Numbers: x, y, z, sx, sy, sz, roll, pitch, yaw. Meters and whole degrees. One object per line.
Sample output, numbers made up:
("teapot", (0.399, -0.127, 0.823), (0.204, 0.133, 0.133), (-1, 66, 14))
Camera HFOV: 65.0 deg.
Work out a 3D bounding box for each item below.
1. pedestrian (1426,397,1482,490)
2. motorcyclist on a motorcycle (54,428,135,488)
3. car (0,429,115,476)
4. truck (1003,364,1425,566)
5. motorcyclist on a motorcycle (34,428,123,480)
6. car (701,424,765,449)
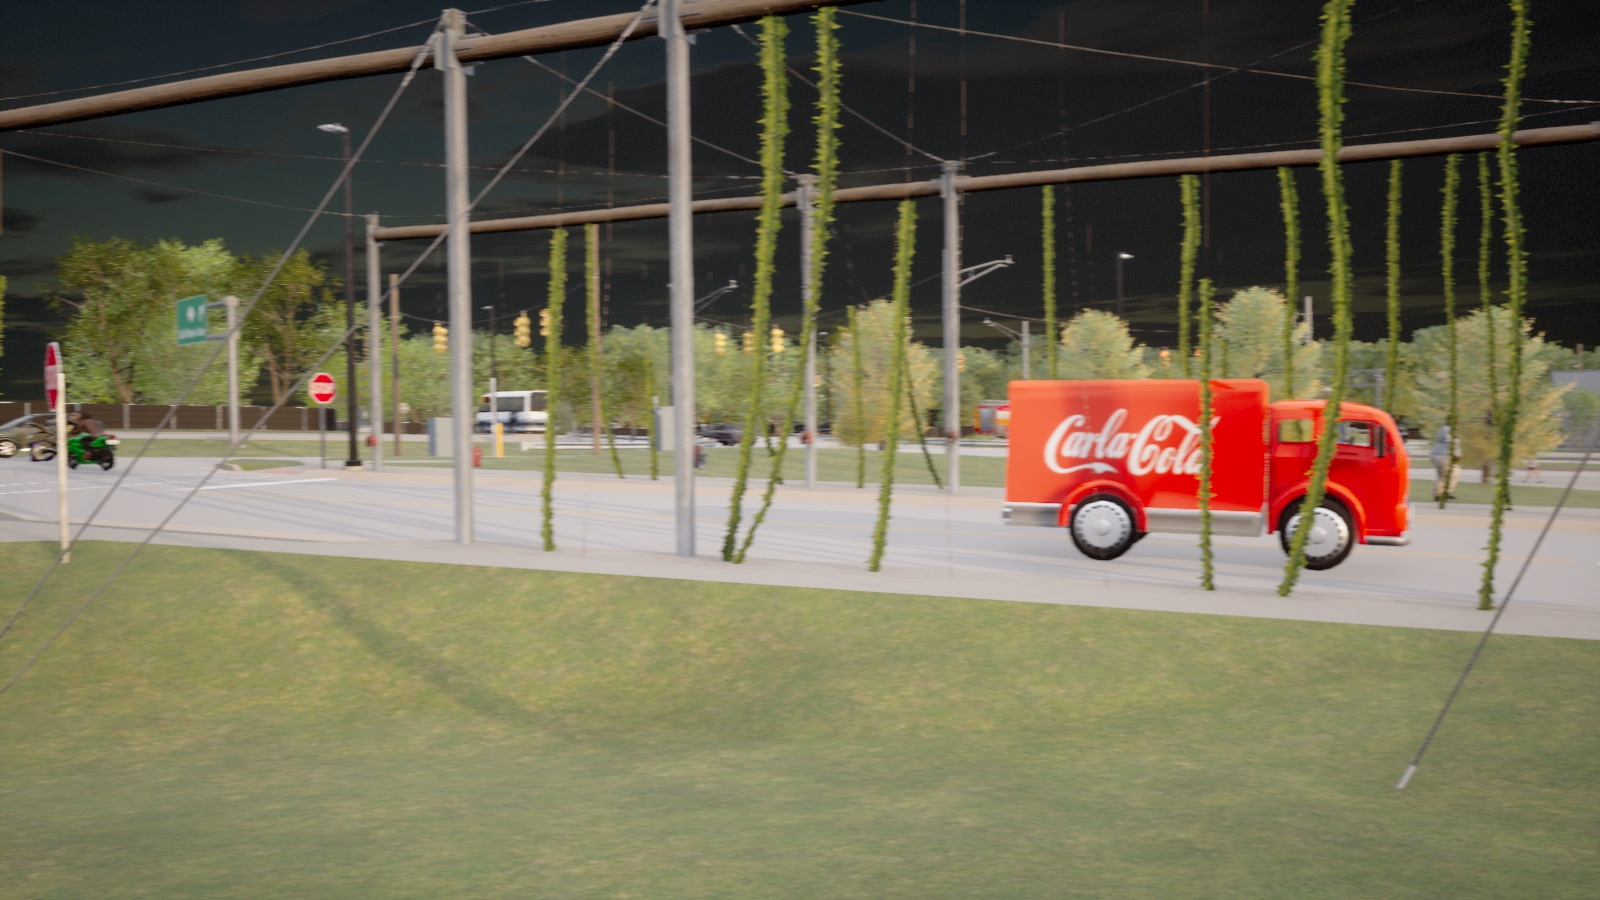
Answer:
("pedestrian", (13.362, -0.132, 25.680), (0.900, 1.855, 0.874), (-1, 2, 22))
("motorcyclist on a motorcycle", (-18.497, 0.188, 32.938), (2.044, 1.523, 0.797), (0, 2, 26))
("car", (-25.920, 0.065, 43.299), (3.705, 1.549, 1.789), (-1, 0, -44))
("truck", (5.695, 0.133, 17.516), (5.204, 2.467, 2.627), (0, 2, 22))
("motorcyclist on a motorcycle", (-21.769, 0.112, 37.905), (2.191, 1.530, 0.866), (-1, 0, -38))
("car", (-4.203, -0.848, 77.958), (1.816, 1.474, 4.193), (-2, 1, -39))
